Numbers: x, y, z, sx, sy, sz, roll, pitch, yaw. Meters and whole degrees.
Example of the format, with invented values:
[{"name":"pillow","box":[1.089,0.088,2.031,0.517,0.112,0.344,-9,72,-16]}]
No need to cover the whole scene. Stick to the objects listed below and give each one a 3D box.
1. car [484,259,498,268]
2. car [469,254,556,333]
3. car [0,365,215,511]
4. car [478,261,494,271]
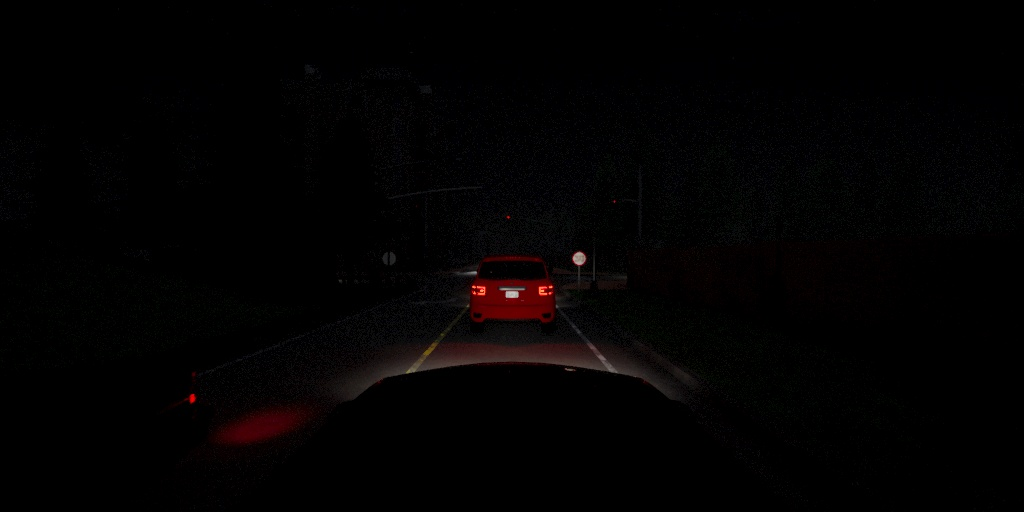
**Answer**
[{"name":"car","box":[-3.516,1.297,60.677,2.033,1.411,5.357,0,0,0]},{"name":"car","box":[0.051,0.971,10.871,2.150,2.045,5.566,0,0,1]},{"name":"car","box":[-3.608,1.297,0.812,2.033,1.411,5.357,0,0,0]},{"name":"car","box":[-3.550,1.351,50.041,1.895,1.301,4.718,0,0,0]}]
